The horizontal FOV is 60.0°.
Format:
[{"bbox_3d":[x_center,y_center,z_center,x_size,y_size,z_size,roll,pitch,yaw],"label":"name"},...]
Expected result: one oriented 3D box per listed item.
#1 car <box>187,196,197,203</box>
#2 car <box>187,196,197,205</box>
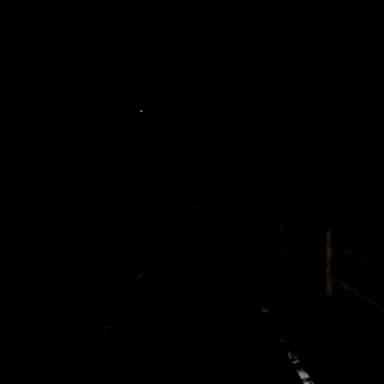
[{"bbox_3d":[-0.028,1.512,70.185,1.994,1.385,4.181,0,0,0],"label":"car"},{"bbox_3d":[-0.024,1.553,60.147,1.837,1.490,4.892,0,0,0],"label":"car"}]
